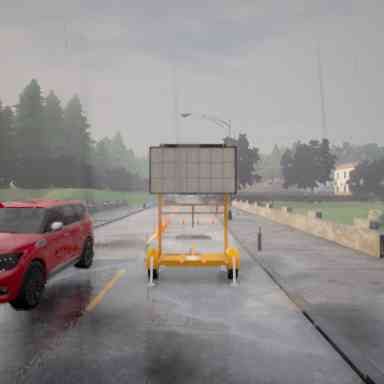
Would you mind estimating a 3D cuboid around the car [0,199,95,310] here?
[{"bbox_3d":[-4.075,1.219,8.147,2.150,2.045,5.566,0,0,0],"label":"car"}]

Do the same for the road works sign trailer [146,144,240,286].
[{"bbox_3d":[0.026,0.463,9.352,2.380,3.560,2.880,0,0,0],"label":"road works sign trailer"}]

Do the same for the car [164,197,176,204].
[{"bbox_3d":[-3.912,1.540,59.541,2.033,1.411,5.357,0,0,1],"label":"car"}]
